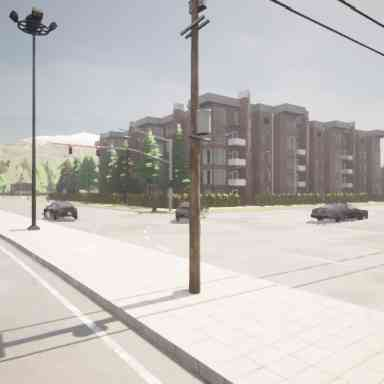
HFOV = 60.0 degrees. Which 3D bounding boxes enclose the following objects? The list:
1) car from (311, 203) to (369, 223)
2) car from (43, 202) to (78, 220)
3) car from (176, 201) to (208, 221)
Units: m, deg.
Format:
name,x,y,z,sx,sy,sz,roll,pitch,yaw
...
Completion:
name,x,y,z,sx,sy,sz,roll,pitch,yaw
car,11.502,1.548,25.785,5.357,1.411,2.033,0,0,-34
car,-11.057,1.526,27.920,1.812,1.442,4.674,0,0,-38
car,0.041,1.492,27.035,2.128,1.511,4.902,-1,0,11
